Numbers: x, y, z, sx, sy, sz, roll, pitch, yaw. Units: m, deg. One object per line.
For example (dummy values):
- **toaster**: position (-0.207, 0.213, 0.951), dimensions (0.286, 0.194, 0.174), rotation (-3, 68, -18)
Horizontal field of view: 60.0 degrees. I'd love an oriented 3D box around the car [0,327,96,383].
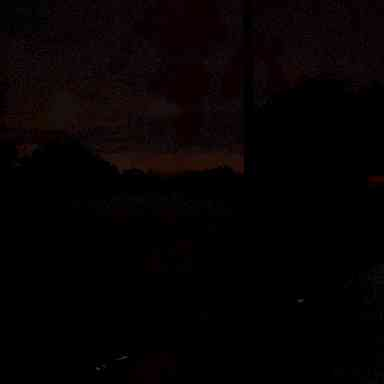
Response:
- **car**: position (-2.575, 1.580, 1.646), dimensions (4.181, 1.385, 1.994), rotation (-1, 0, -36)
